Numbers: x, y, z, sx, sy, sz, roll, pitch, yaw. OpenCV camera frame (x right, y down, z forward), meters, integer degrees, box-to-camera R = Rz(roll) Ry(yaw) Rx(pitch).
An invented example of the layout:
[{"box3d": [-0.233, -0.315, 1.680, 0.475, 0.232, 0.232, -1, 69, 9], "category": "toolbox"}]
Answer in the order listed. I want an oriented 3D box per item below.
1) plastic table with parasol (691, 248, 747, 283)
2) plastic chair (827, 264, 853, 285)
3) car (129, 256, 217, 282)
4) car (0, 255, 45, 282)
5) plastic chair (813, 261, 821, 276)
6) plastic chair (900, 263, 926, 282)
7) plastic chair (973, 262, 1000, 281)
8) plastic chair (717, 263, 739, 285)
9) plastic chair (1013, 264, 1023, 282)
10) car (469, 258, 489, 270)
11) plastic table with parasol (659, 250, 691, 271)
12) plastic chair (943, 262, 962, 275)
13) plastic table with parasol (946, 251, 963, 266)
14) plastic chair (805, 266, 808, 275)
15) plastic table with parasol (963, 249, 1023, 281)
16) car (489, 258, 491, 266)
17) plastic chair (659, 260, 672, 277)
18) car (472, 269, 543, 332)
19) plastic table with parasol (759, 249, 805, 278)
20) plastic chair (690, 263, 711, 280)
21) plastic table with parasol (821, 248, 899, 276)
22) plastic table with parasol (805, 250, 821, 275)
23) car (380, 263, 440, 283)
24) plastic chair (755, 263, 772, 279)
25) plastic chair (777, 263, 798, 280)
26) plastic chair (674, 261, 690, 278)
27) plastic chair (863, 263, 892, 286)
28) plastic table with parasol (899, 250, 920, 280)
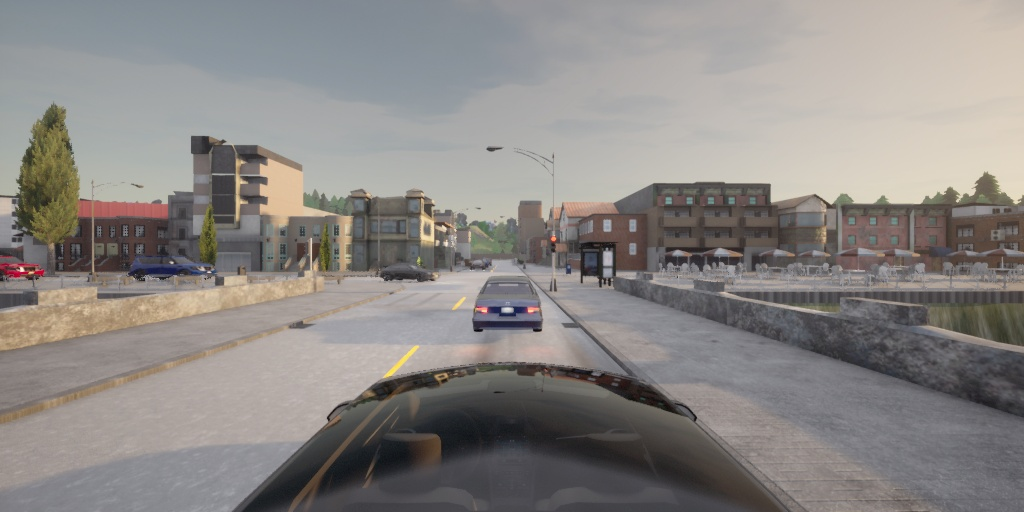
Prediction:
[{"box3d": [14.772, 0.675, 25.528, 2.482, 2.480, 2.482, 0, 0, -1], "category": "plastic table with parasol"}, {"box3d": [22.222, 1.279, 24.282, 0.730, 1.272, 0.750, 0, 0, -1], "category": "plastic chair"}, {"box3d": [-26.750, 0.974, 28.374, 5.566, 2.045, 2.150, 0, 0, -1], "category": "car"}, {"box3d": [-40.582, 0.968, 28.179, 5.566, 2.045, 2.150, 0, 0, -1], "category": "car"}, {"box3d": [29.375, 1.279, 33.893, 0.750, 1.272, 0.730, 0, 0, -1], "category": "plastic chair"}, {"box3d": [30.082, 1.279, 26.903, 0.750, 1.272, 0.730, 0, 0, -1], "category": "plastic chair"}, {"box3d": [36.238, 1.279, 27.395, 0.730, 1.272, 0.750, 0, 0, -1], "category": "plastic chair"}, {"box3d": [14.621, 1.279, 24.266, 0.750, 1.272, 0.730, 0, 0, -1], "category": "plastic chair"}, {"box3d": [37.397, 1.279, 26.015, 0.750, 1.272, 0.730, 0, 0, -1], "category": "plastic chair"}, {"box3d": [-4.912, 1.276, 52.433, 1.812, 1.442, 4.674, 0, 0, 1], "category": "car"}, {"box3d": [15.402, 0.675, 33.359, 2.482, 2.480, 2.482, 0, 0, -1], "category": "plastic table with parasol"}, {"box3d": [44.935, 1.279, 36.632, 0.730, 1.272, 0.750, 0, 0, -1], "category": "plastic chair"}, {"box3d": [46.137, 0.675, 36.530, 2.482, 2.480, 2.482, 0, 0, -1], "category": "plastic table with parasol"}, {"box3d": [28.254, 1.279, 35.276, 0.730, 1.272, 0.750, 0, 0, -1], "category": "plastic chair"}, {"box3d": [37.367, 0.675, 27.325, 2.482, 2.480, 2.482, 0, 0, -1], "category": "plastic table with parasol"}, {"box3d": [-5.033, 1.228, 61.671, 1.882, 1.535, 5.008, 0, 0, -1], "category": "car"}, {"box3d": [14.180, 1.279, 33.460, 0.730, 1.272, 0.750, 0, 0, -1], "category": "plastic chair"}, {"box3d": [-0.113, 1.297, 10.810, 2.033, 1.411, 5.357, 0, 0, 0], "category": "car"}, {"box3d": [22.427, 0.675, 30.436, 2.482, 2.480, 2.482, 0, 0, -1], "category": "plastic table with parasol"}, {"box3d": [13.500, 1.279, 25.649, 0.730, 1.272, 0.750, 0, 0, -1], "category": "plastic chair"}, {"box3d": [23.422, 0.675, 24.251, 2.482, 2.480, 2.482, 0, 0, -1], "category": "plastic table with parasol"}, {"box3d": [29.684, 0.675, 35.268, 2.482, 2.480, 2.482, 0, 0, -1], "category": "plastic table with parasol"}, {"box3d": [-7.844, 1.275, 27.537, 4.674, 1.442, 1.812, 0, -1, 17], "category": "car"}, {"box3d": [21.227, 1.279, 30.468, 0.730, 1.272, 0.750, 0, 0, -1], "category": "plastic chair"}, {"box3d": [22.348, 1.279, 29.085, 0.750, 1.272, 0.730, 0, 0, -1], "category": "plastic chair"}, {"box3d": [15.301, 1.279, 32.077, 0.750, 1.272, 0.730, 0, 0, -1], "category": "plastic chair"}, {"box3d": [23.343, 1.279, 22.899, 0.750, 1.272, 0.730, 0, 0, -1], "category": "plastic chair"}, {"box3d": [30.073, 0.675, 28.183, 2.482, 2.480, 2.482, 0, 0, -1], "category": "plastic table with parasol"}]
